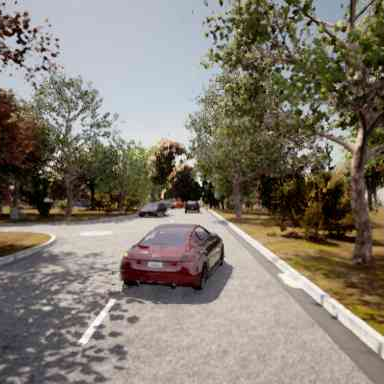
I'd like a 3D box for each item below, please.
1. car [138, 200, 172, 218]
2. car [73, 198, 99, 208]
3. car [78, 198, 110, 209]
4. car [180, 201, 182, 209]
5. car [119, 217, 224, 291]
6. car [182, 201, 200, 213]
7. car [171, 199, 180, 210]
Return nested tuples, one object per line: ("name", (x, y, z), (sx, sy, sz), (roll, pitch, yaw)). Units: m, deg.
("car", (-3.793, 1.782, 33.023), (2.033, 1.411, 5.357), (0, -1, 7))
("car", (-18.884, 2.259, 60.855), (5.357, 1.411, 2.033), (0, -2, -3))
("car", (-18.912, 2.135, 64.159), (5.566, 2.045, 2.150), (0, -2, -1))
("car", (-3.538, 2.106, 58.825), (2.097, 1.767, 4.553), (1, -2, -35))
("car", (-0.320, 1.556, 9.121), (1.994, 1.385, 4.181), (0, 0, 14))
("car", (0.044, 1.913, 44.123), (1.882, 1.535, 5.008), (0, -1, 0))
("car", (-4.184, 2.084, 53.183), (2.128, 1.511, 4.902), (1, -1, -23))
